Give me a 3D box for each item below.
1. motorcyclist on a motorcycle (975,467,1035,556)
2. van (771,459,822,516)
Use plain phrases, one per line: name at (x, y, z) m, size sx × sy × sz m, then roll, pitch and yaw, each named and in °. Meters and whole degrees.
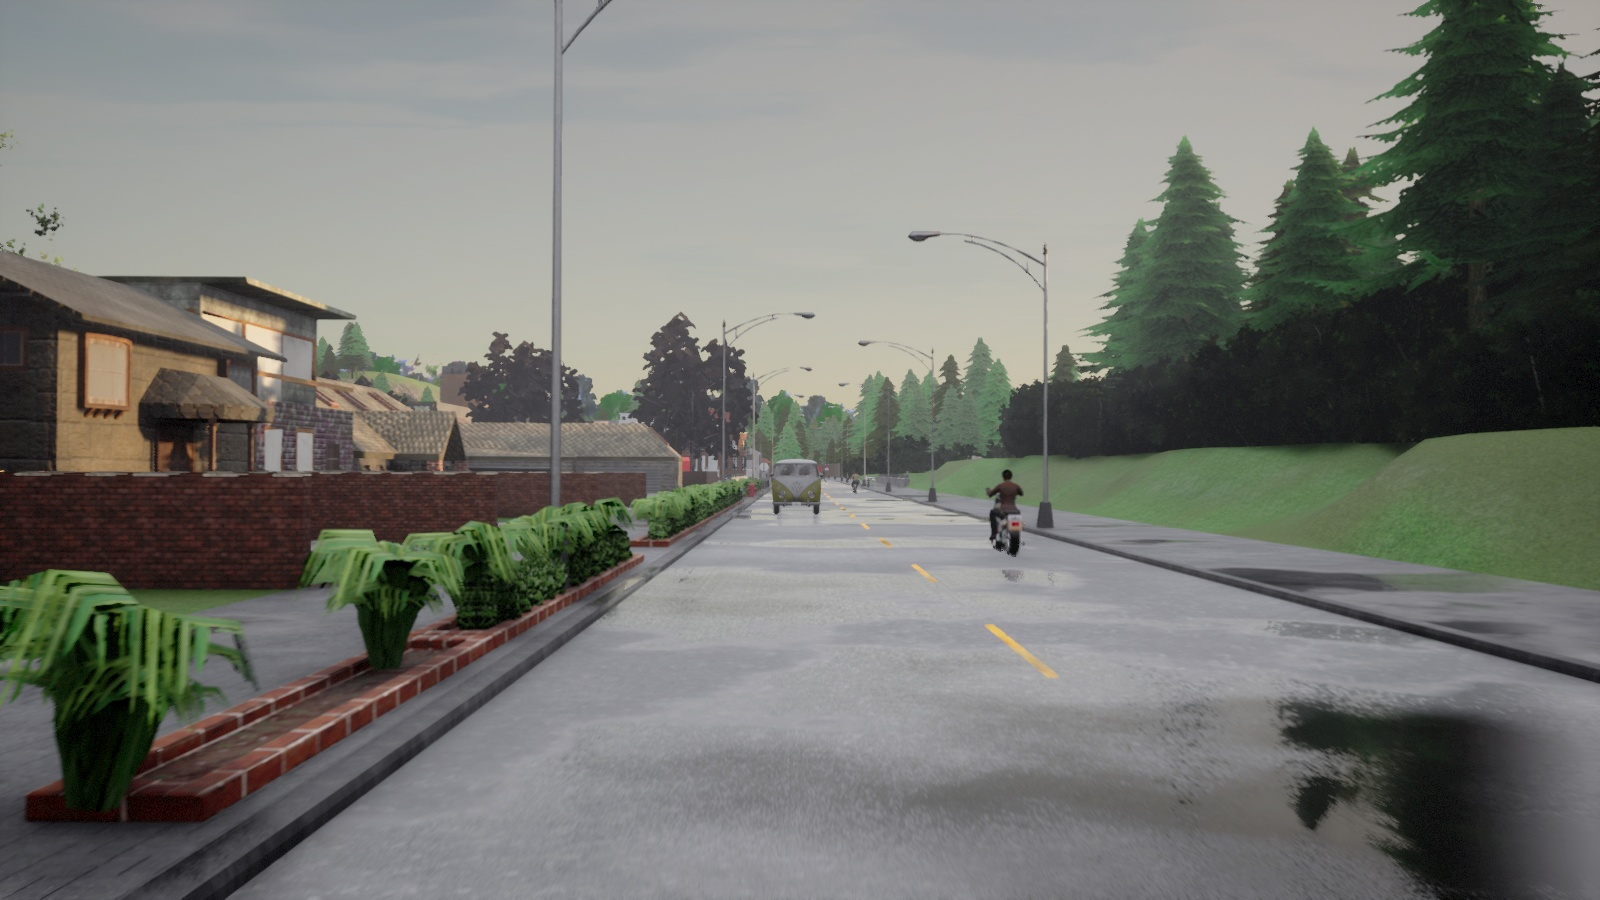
motorcyclist on a motorcycle at (3.941, 1.157, 24.350) m, size 0.766 × 1.649 × 2.350 m, roll 0°, pitch -1°, yaw 0°
van at (-0.113, 1.340, 46.128) m, size 1.775 × 1.987 × 4.442 m, roll 0°, pitch -1°, yaw 0°
